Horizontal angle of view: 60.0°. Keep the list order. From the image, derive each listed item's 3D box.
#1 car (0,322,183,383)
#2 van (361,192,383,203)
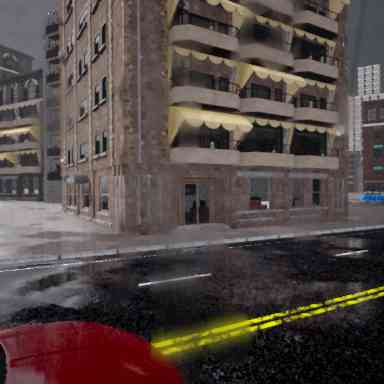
[{"bbox_3d":[-2.376,1.478,1.687,5.008,1.535,1.882,0,0,-30],"label":"car"},{"bbox_3d":[30.146,0.883,54.768,3.998,1.788,1.690,1,0,27],"label":"van"}]
